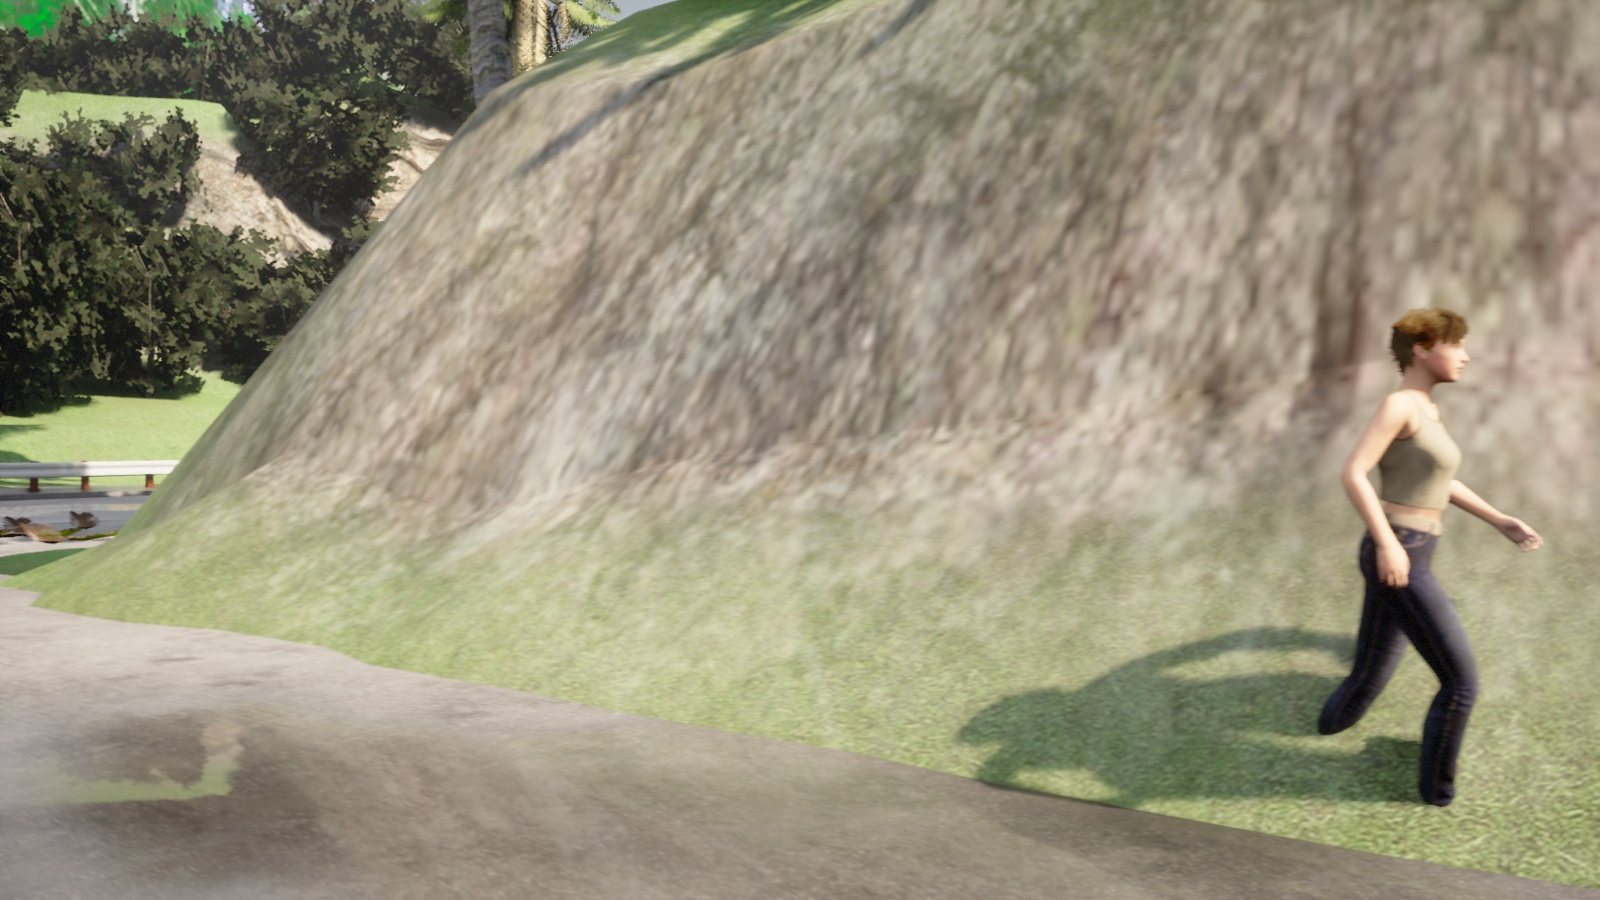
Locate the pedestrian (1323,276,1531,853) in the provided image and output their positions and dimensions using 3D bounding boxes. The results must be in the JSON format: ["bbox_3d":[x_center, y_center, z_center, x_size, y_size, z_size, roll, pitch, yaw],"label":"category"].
[{"bbox_3d":[2.144,0.363,4.299,0.594,1.836,0.345,0,1,34],"label":"pedestrian"}]
